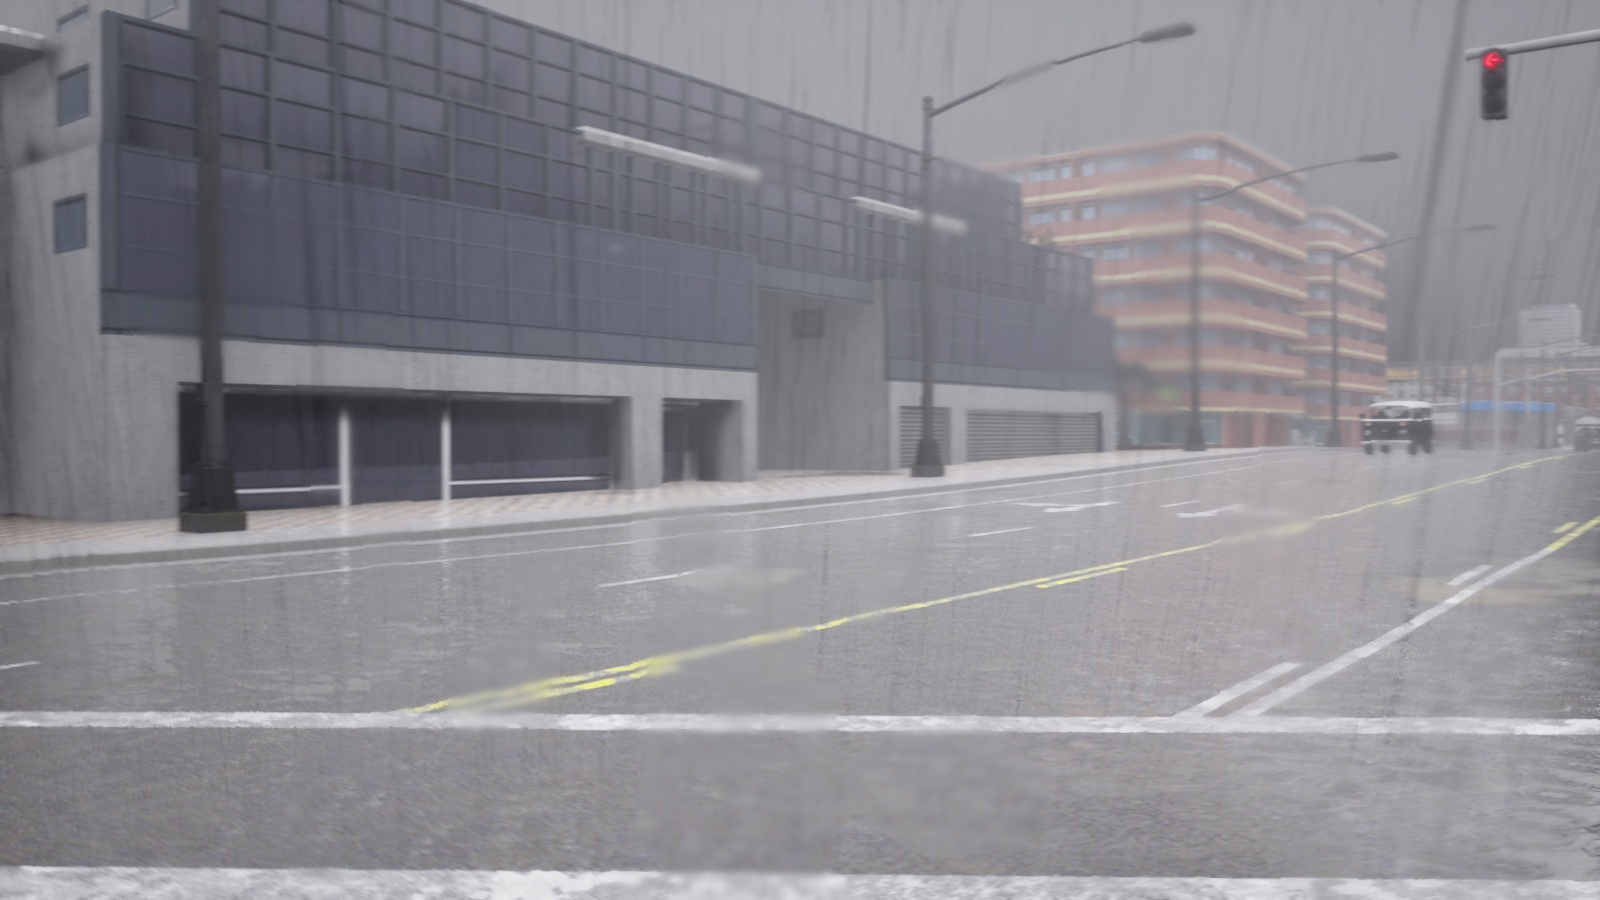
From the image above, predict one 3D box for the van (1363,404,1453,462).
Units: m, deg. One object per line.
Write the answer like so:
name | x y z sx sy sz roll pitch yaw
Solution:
van | 22.624 -0.649 46.649 2.069 2.038 4.480 1 2 38
